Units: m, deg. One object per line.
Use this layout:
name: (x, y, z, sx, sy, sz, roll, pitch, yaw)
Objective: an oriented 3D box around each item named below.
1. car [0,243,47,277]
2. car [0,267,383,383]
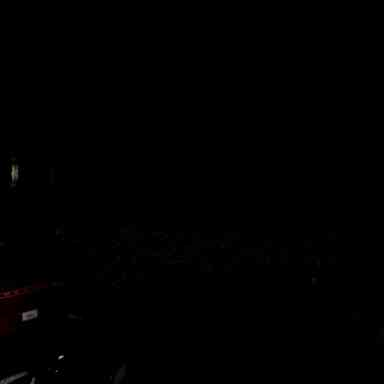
car: (-4.035, 1.558, 5.859, 4.507, 1.381, 1.887, 0, 0, 36)
car: (0.463, 1.547, 2.650, 4.507, 1.381, 1.887, 0, 0, 36)
